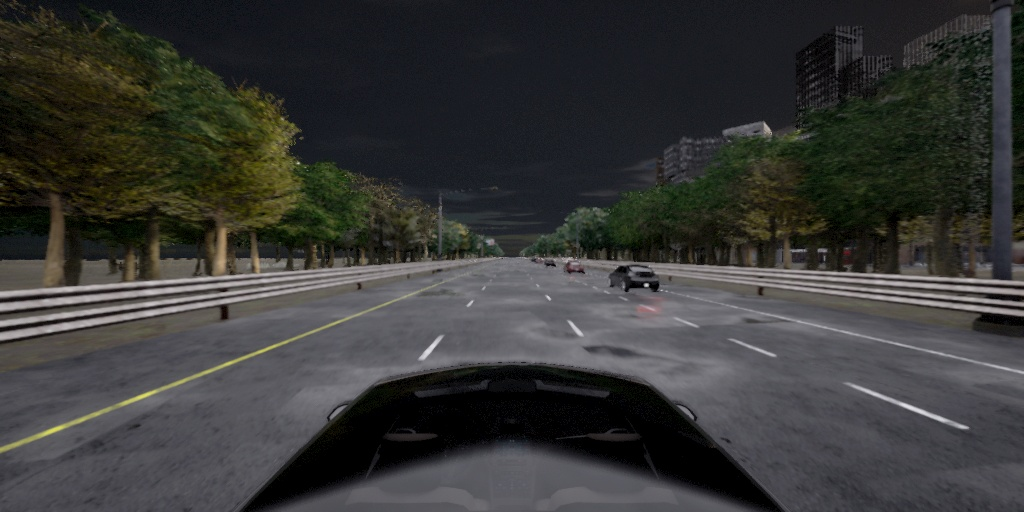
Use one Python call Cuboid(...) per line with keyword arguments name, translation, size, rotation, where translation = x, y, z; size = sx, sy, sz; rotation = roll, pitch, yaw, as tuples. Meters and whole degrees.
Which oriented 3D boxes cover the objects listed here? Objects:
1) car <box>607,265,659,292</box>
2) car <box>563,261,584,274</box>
Cuboid(name="car", translation=(6.989, 1.264, 21.052), size=(1.837, 1.490, 4.892), rotation=(0, 0, 0))
Cuboid(name="car", translation=(7.007, 1.311, 40.979), size=(1.812, 1.442, 4.674), rotation=(0, 0, 0))
